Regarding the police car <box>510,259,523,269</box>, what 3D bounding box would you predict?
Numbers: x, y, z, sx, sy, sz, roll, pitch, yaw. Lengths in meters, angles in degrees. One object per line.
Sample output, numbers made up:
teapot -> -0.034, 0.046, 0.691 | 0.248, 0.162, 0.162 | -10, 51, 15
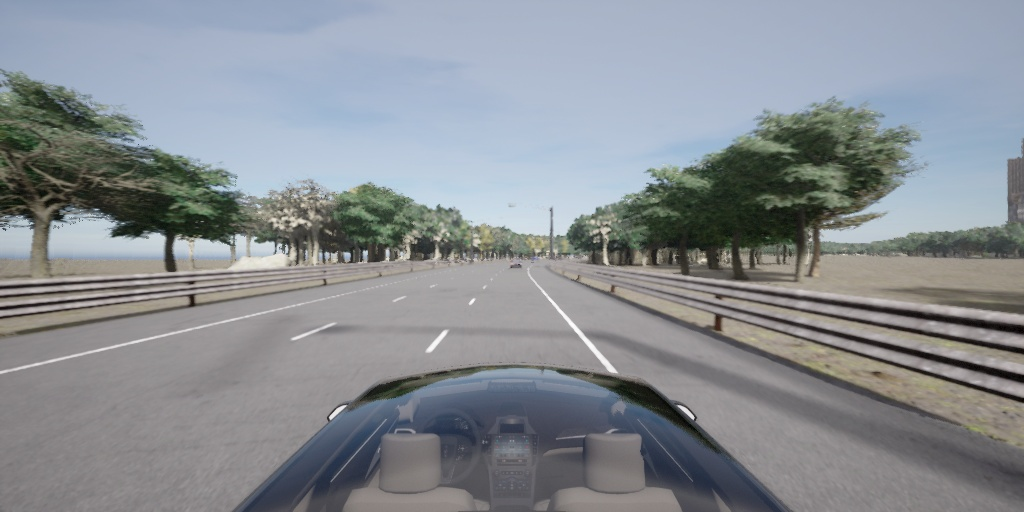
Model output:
police car -> 0.729, 1.319, 55.610 | 2.038, 1.542, 4.974 | 0, 1, 3
